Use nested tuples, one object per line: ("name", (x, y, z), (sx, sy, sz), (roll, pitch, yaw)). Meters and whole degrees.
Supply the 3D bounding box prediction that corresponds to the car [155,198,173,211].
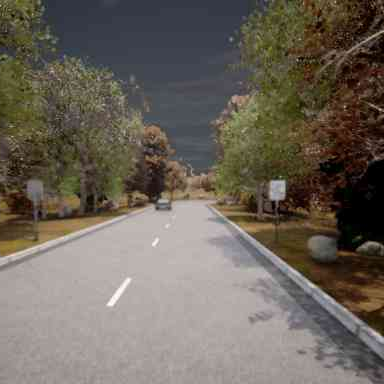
("car", (-3.339, 1.499, 39.830), (1.812, 1.442, 4.674), (0, 0, 0))
